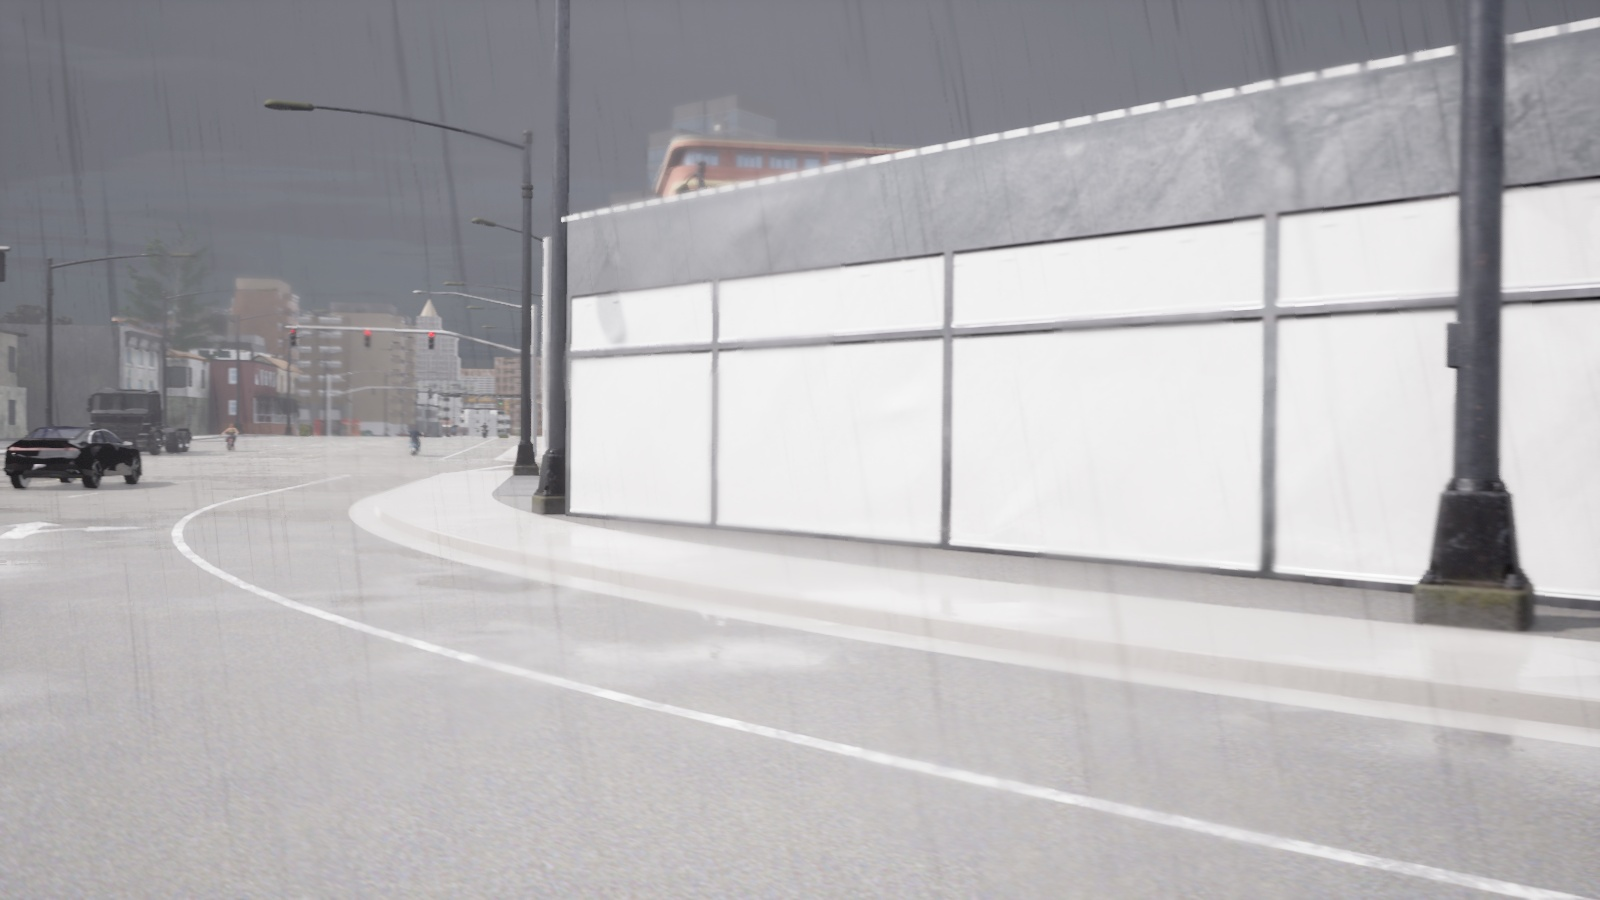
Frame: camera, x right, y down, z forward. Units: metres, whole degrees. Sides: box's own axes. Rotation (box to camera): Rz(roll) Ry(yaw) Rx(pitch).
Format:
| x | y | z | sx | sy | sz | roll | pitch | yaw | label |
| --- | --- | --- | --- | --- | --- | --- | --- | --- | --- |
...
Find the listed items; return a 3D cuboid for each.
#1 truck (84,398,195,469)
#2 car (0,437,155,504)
| x | y | z | sx | sy | sz | roll | pitch | yaw | label |
| --- | --- | --- | --- | --- | --- | --- | --- | --- | --- |
| -34.639 | -0.932 | 66.196 | 2.891 | 3.462 | 7.936 | -1 | 2 | -11 | truck |
| -18.042 | 0.444 | 31.343 | 2.128 | 1.511 | 4.902 | -1 | 1 | -11 | car |
